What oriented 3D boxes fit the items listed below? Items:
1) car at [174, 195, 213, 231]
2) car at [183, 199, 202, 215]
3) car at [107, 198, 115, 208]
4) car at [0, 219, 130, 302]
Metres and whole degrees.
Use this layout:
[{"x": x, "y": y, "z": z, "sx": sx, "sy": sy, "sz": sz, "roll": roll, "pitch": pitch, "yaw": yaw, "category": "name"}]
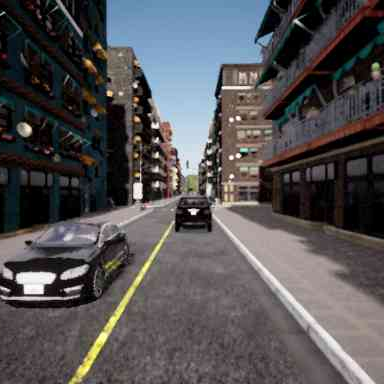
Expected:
[{"x": 0.106, "y": 1.213, "z": 20.501, "sx": 2.150, "sy": 2.045, "sz": 5.566, "roll": 0, "pitch": 0, "yaw": 0, "category": "car"}, {"x": 0.023, "y": 1.492, "z": 34.698, "sx": 1.837, "sy": 1.490, "sz": 4.892, "roll": 0, "pitch": 0, "yaw": 0, "category": "car"}, {"x": -13.503, "y": 1.555, "z": 48.774, "sx": 4.097, "sy": 1.590, "sz": 1.967, "roll": -1, "pitch": 0, "yaw": 0, "category": "car"}, {"x": -2.845, "y": 1.487, "z": 8.433, "sx": 2.128, "sy": 1.511, "sz": 4.902, "roll": 0, "pitch": 0, "yaw": 0, "category": "car"}]
